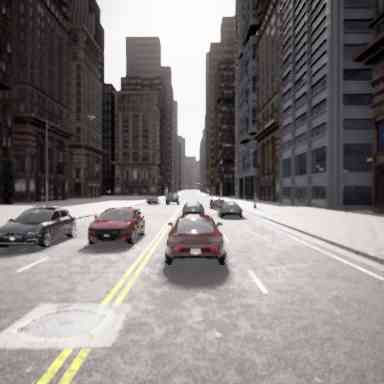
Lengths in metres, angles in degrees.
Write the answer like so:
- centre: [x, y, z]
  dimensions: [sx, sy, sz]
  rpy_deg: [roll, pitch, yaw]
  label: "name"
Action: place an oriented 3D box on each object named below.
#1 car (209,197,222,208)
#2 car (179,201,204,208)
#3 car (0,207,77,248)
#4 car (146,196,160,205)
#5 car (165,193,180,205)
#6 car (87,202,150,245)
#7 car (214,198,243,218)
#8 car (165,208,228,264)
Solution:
- centre: [3.332, 1.399, 45.107]
  dimensions: [2.128, 1.511, 4.902]
  rpy_deg: [0, 0, 0]
  label: "car"
- centre: [0.113, 1.491, 30.440]
  dimensions: [1.994, 1.385, 4.181]
  rpy_deg: [0, 0, 0]
  label: "car"
- centre: [-6.593, 1.464, 14.628]
  dimensions: [1.837, 1.490, 4.892]
  rpy_deg: [0, 0, 0]
  label: "car"
- centre: [-6.522, 1.442, 56.535]
  dimensions: [2.033, 1.411, 5.357]
  rpy_deg: [0, 0, 1]
  label: "car"
- centre: [-3.277, 1.117, 56.463]
  dimensions: [2.150, 2.045, 5.566]
  rpy_deg: [0, 0, 1]
  label: "car"
- centre: [-3.343, 1.435, 15.497]
  dimensions: [1.882, 1.535, 5.008]
  rpy_deg: [0, 0, 0]
  label: "car"
- centre: [3.341, 1.492, 29.734]
  dimensions: [1.994, 1.385, 4.181]
  rpy_deg: [0, 0, 0]
  label: "car"
- centre: [0.104, 1.493, 11.624]
  dimensions: [1.812, 1.442, 4.674]
  rpy_deg: [0, 0, 0]
  label: "car"
